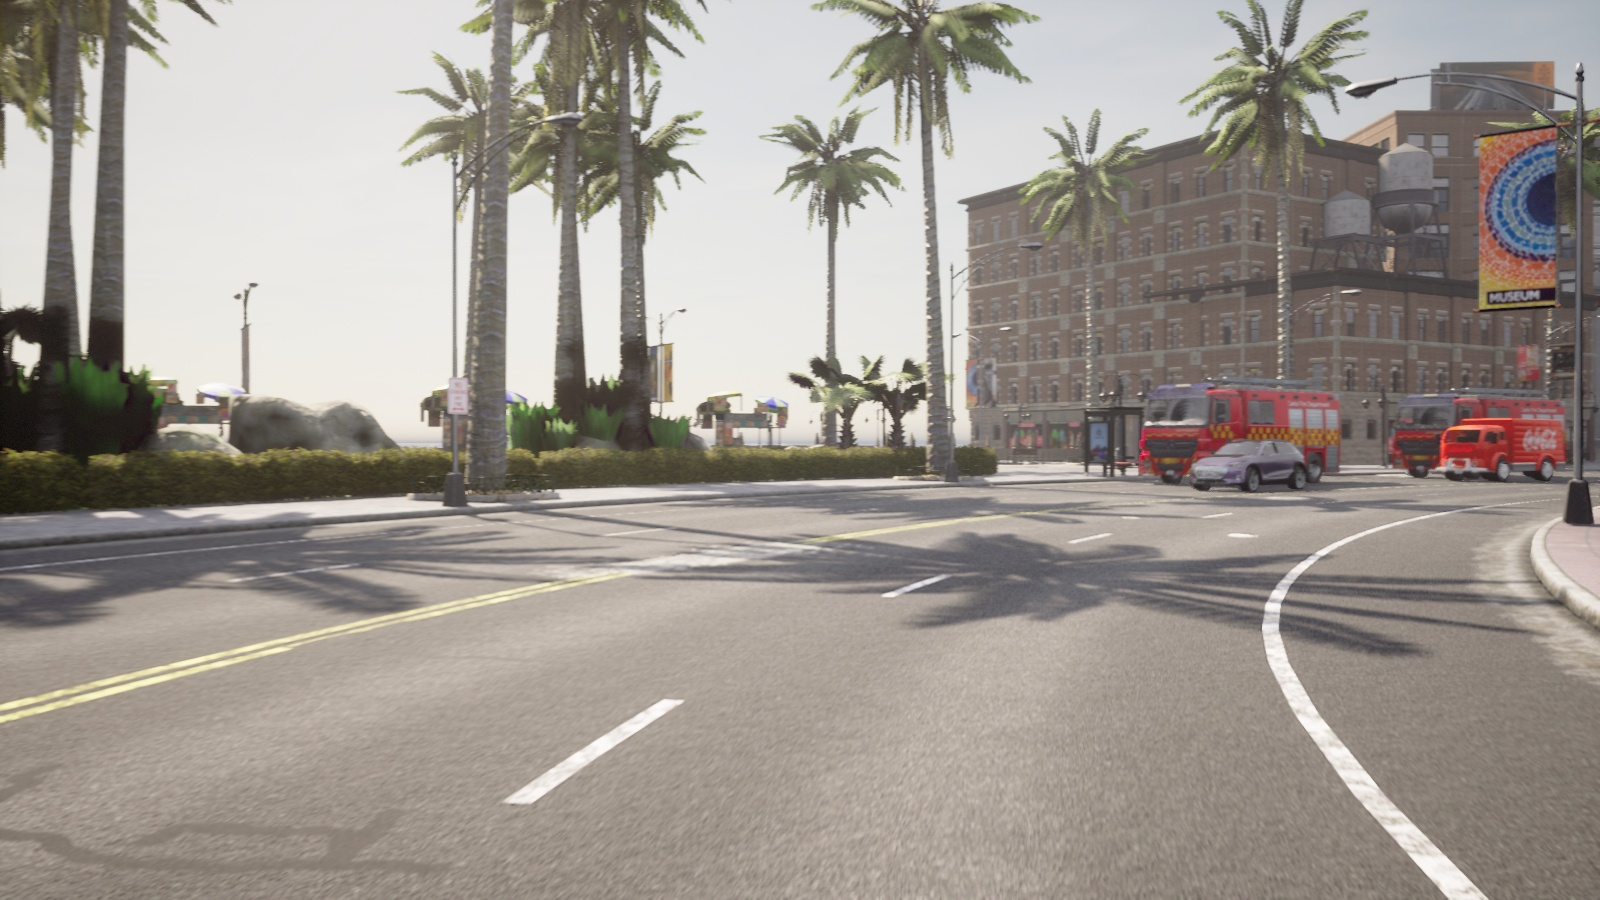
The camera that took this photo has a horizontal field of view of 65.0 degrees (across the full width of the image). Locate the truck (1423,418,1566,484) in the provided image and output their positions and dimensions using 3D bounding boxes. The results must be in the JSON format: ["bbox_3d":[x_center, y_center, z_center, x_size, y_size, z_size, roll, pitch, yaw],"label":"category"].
[{"bbox_3d":[27.231,0.034,49.220,5.204,2.467,2.627,0,0,-31],"label":"truck"}]

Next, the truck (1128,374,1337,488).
[{"bbox_3d":[15.860,-0.646,45.728,8.468,3.827,2.891,0,0,-36],"label":"truck"}]

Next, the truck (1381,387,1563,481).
[{"bbox_3d":[29.183,-0.669,54.417,8.468,3.827,2.891,0,0,-30],"label":"truck"}]

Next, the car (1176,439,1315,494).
[{"bbox_3d":[14.117,0.480,39.663,4.856,1.649,2.033,0,0,-41],"label":"car"}]
